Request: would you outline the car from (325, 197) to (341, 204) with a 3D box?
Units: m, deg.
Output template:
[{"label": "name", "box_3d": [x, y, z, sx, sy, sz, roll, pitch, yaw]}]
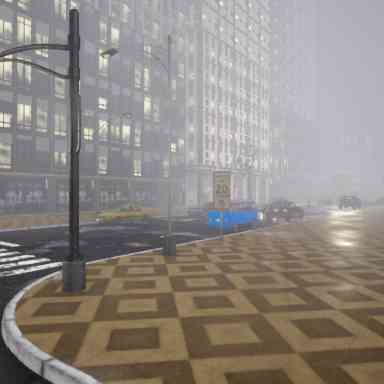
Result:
[{"label": "car", "box_3d": [28.454, 1.624, 66.975, 2.008, 1.369, 4.403, 0, 0, 38]}]

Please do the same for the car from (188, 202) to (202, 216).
[{"label": "car", "box_3d": [1.327, 1.604, 31.687, 1.802, 1.307, 4.206, 0, 0, 38]}]

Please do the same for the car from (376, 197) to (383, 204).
[{"label": "car", "box_3d": [38.091, 1.658, 66.582, 1.947, 1.339, 4.313, 0, 0, 38]}]

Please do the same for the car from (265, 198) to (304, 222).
[{"label": "car", "box_3d": [7.574, 1.472, 26.884, 1.967, 1.590, 4.097, 0, 0, 38]}]

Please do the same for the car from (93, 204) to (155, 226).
[{"label": "car", "box_3d": [-4.776, 1.540, 23.960, 1.752, 1.417, 4.829, 0, 0, 38]}]

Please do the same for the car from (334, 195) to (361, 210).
[{"label": "car", "box_3d": [21.138, 1.368, 44.528, 2.192, 1.841, 5.009, 0, 0, 38]}]

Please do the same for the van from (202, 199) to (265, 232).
[{"label": "van", "box_3d": [2.616, 1.368, 20.251, 1.690, 1.788, 3.998, 0, 0, 38]}]

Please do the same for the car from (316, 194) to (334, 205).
[{"label": "car", "box_3d": [25.064, 1.381, 62.565, 2.192, 1.841, 5.009, 0, 0, 38]}]
